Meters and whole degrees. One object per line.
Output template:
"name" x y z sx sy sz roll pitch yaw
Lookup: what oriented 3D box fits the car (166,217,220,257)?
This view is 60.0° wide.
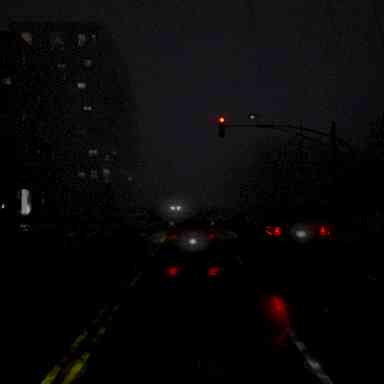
"car" 0.006 1.702 13.522 1.994 1.385 4.181 0 0 -1

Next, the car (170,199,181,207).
"car" -3.222 2.209 66.970 2.128 1.511 4.902 0 -1 0

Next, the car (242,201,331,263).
"car" 3.269 1.353 12.566 2.150 2.045 5.566 0 0 0
